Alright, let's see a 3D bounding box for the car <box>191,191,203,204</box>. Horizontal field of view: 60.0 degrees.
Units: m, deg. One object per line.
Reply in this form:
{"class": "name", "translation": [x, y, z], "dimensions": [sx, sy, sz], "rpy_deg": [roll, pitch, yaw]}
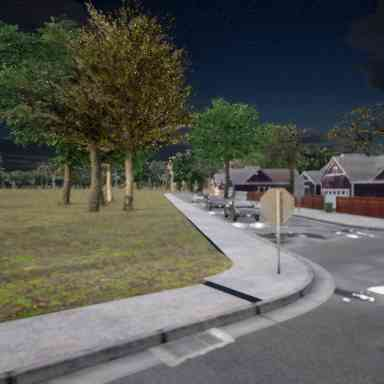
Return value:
{"class": "car", "translation": [0.893, 0.942, 50.119], "dimensions": [1.812, 1.442, 4.674], "rpy_deg": [-1, 1, -6]}

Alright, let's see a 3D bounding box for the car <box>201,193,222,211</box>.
{"class": "car", "translation": [2.475, 1.125, 35.097], "dimensions": [1.837, 1.490, 4.892], "rpy_deg": [-1, 1, -6]}

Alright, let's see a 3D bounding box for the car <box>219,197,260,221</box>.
{"class": "car", "translation": [3.583, 1.285, 24.734], "dimensions": [1.812, 1.442, 4.674], "rpy_deg": [-1, 1, -6]}

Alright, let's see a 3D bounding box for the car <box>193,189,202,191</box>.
{"class": "car", "translation": [1.116, 0.238, 74.591], "dimensions": [2.150, 2.045, 5.566], "rpy_deg": [-1, 1, -6]}
